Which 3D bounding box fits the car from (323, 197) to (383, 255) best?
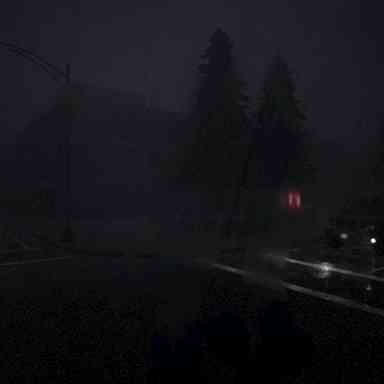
[{"bbox_3d":[7.745,1.248,13.719,5.566,2.045,2.150,0,0,-36],"label":"car"}]
